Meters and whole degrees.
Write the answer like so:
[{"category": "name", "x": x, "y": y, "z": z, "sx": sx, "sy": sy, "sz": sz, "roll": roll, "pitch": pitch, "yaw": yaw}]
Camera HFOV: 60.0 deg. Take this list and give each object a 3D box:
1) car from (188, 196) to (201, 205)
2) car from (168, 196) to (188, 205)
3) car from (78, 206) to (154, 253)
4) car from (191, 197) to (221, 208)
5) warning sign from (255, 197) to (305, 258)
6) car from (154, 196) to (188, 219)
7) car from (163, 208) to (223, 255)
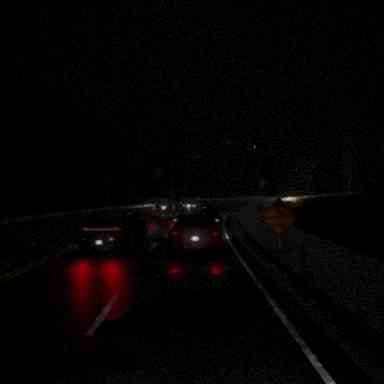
[{"category": "car", "x": 0.701, "y": 1.394, "z": 55.347, "sx": 1.812, "sy": 1.442, "sz": 4.674, "roll": 0, "pitch": 0, "yaw": 18}, {"category": "car", "x": -2.300, "y": 1.453, "z": 56.597, "sx": 1.994, "sy": 1.385, "sz": 4.181, "roll": 0, "pitch": 0, "yaw": 18}, {"category": "car", "x": -3.073, "y": 1.481, "z": 13.671, "sx": 2.128, "sy": 1.511, "sz": 4.902, "roll": 0, "pitch": 0, "yaw": 2}, {"category": "car", "x": 1.330, "y": 1.455, "z": 28.483, "sx": 1.837, "sy": 1.490, "sz": 4.892, "roll": 0, "pitch": 1, "yaw": 8}, {"category": "warning sign", "x": 2.831, "y": 1.109, "z": 10.849, "sx": 1.300, "sy": 1.860, "sz": 1.060, "roll": -1, "pitch": -1, "yaw": 0}, {"category": "car", "x": -1.958, "y": 1.310, "z": 28.404, "sx": 2.097, "sy": 1.767, "sz": 4.553, "roll": 0, "pitch": 0, "yaw": 7}, {"category": "car", "x": 0.166, "y": 1.551, "z": 13.235, "sx": 1.994, "sy": 1.385, "sz": 4.181, "roll": 0, "pitch": 0, "yaw": 2}]
